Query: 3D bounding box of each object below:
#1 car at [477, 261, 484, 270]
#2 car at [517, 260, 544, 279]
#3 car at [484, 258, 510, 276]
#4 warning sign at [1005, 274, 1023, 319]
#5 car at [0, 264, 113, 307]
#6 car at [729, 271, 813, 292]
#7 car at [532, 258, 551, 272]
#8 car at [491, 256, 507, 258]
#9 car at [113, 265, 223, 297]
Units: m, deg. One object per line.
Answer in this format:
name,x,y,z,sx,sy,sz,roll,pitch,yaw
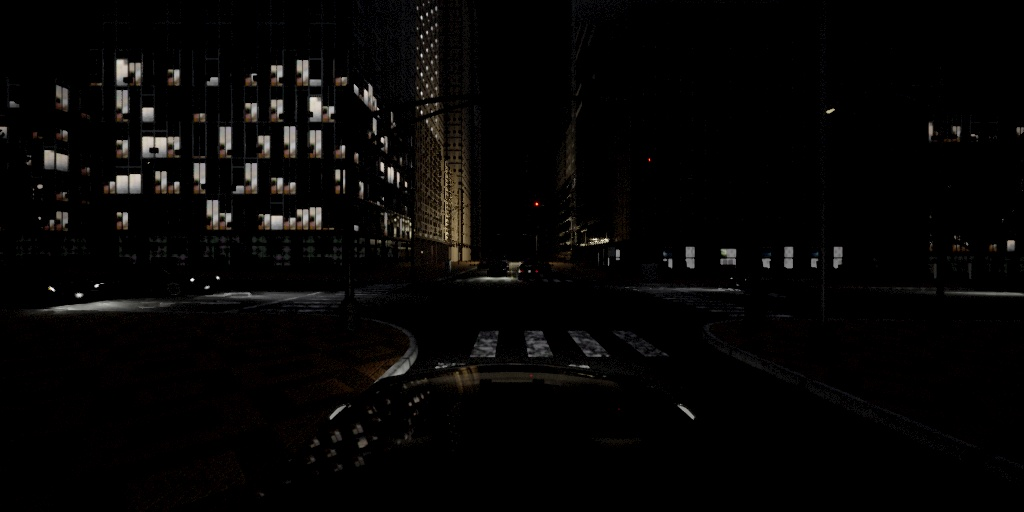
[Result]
car,-3.993,1.342,51.065,1.802,1.307,4.207,0,0,0
car,1.463,1.316,32.430,2.033,1.411,5.357,0,0,0
car,-1.475,1.244,37.041,1.882,1.535,5.008,0,0,1
warning sign,17.281,1.204,11.756,1.060,1.860,1.300,0,0,-3
car,-18.339,0.986,12.880,5.357,1.411,2.033,1,0,-3
car,17.550,1.690,24.482,4.718,1.301,1.895,1,0,-3
car,3.956,1.329,45.567,1.948,1.339,4.313,0,0,0
car,-1.518,0.984,51.611,2.150,2.045,5.566,0,0,0
car,-16.099,1.080,16.235,4.718,1.301,1.895,1,0,-3
